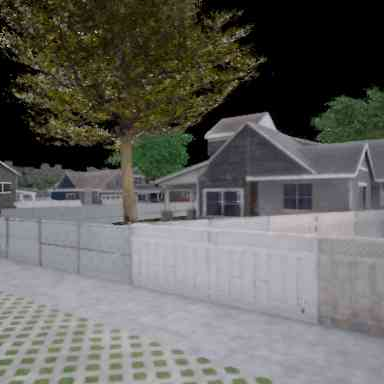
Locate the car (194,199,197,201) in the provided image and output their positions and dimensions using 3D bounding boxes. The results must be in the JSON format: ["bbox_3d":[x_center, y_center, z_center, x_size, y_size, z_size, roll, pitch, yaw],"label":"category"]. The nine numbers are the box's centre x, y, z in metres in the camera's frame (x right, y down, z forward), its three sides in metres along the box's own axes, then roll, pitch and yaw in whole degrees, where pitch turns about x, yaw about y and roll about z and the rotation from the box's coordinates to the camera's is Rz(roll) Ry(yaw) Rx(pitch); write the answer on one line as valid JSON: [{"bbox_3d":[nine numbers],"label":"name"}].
[{"bbox_3d":[0.604,1.847,51.312,2.128,1.511,4.902,-1,0,43],"label":"car"}]
